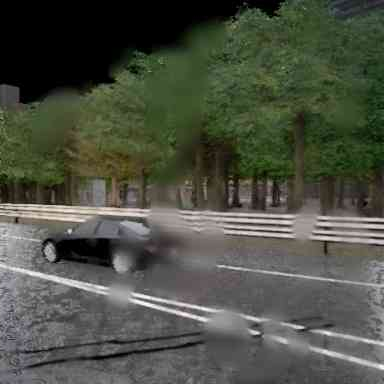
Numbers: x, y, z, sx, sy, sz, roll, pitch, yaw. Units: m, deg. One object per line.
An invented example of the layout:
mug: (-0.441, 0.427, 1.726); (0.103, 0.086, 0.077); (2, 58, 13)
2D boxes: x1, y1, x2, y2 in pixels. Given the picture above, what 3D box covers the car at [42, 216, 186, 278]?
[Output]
car: (-2.550, 1.484, 10.252); (5.008, 1.535, 1.882); (0, 0, 33)
